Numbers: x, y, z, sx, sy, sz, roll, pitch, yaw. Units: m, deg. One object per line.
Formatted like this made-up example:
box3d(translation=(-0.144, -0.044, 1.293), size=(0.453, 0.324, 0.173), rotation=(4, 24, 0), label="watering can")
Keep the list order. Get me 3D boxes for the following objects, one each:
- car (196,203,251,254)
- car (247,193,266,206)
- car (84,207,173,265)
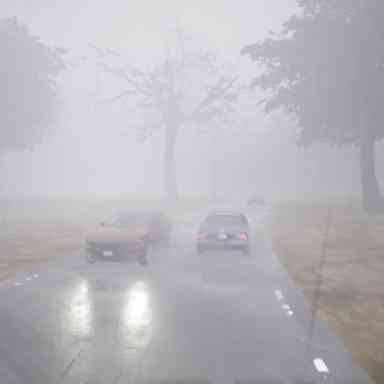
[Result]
box3d(translation=(1.300, 1.396, 12.877), size=(2.033, 1.411, 5.357), rotation=(0, 1, 8), label="car")
box3d(translation=(7.441, 0.817, 37.984), size=(1.895, 1.301, 4.718), rotation=(0, 1, 15), label="car")
box3d(translation=(-1.941, 1.348, 11.461), size=(1.882, 1.535, 5.008), rotation=(0, 1, 8), label="car")
